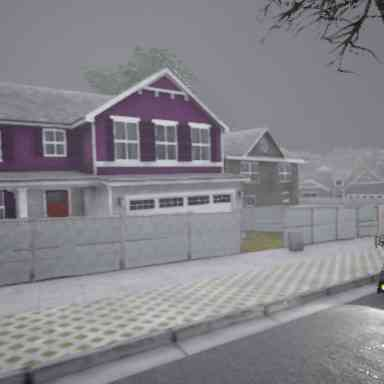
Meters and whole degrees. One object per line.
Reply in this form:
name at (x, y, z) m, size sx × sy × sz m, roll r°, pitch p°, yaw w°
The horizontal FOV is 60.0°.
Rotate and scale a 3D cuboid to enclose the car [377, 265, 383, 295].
car at (5.904, 1.628, 7.285) m, size 4.181 × 1.385 × 1.994 m, roll 1°, pitch 0°, yaw -36°
